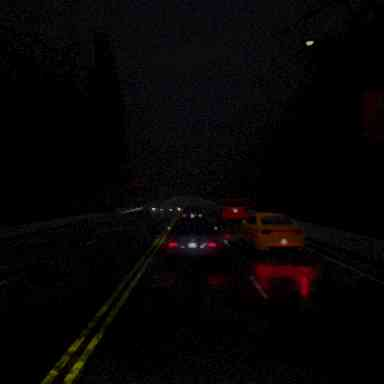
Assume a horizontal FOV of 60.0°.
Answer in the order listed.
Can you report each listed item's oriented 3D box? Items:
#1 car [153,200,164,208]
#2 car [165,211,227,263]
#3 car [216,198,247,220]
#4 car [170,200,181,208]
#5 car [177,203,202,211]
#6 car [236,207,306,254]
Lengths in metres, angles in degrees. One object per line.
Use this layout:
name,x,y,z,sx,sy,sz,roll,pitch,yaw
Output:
car,-6.480,2.355,64.553,1.837,1.490,4.892,0,-1,1
car,0.018,1.680,12.547,2.033,1.411,5.357,0,-1,0
car,3.277,1.534,27.603,2.150,2.045,5.566,0,0,0
car,-3.230,2.329,64.542,1.882,1.535,5.008,0,-1,1
car,0.026,1.856,27.525,2.033,1.411,5.357,0,-1,0
car,3.283,1.628,14.269,1.882,1.535,5.008,0,0,0
